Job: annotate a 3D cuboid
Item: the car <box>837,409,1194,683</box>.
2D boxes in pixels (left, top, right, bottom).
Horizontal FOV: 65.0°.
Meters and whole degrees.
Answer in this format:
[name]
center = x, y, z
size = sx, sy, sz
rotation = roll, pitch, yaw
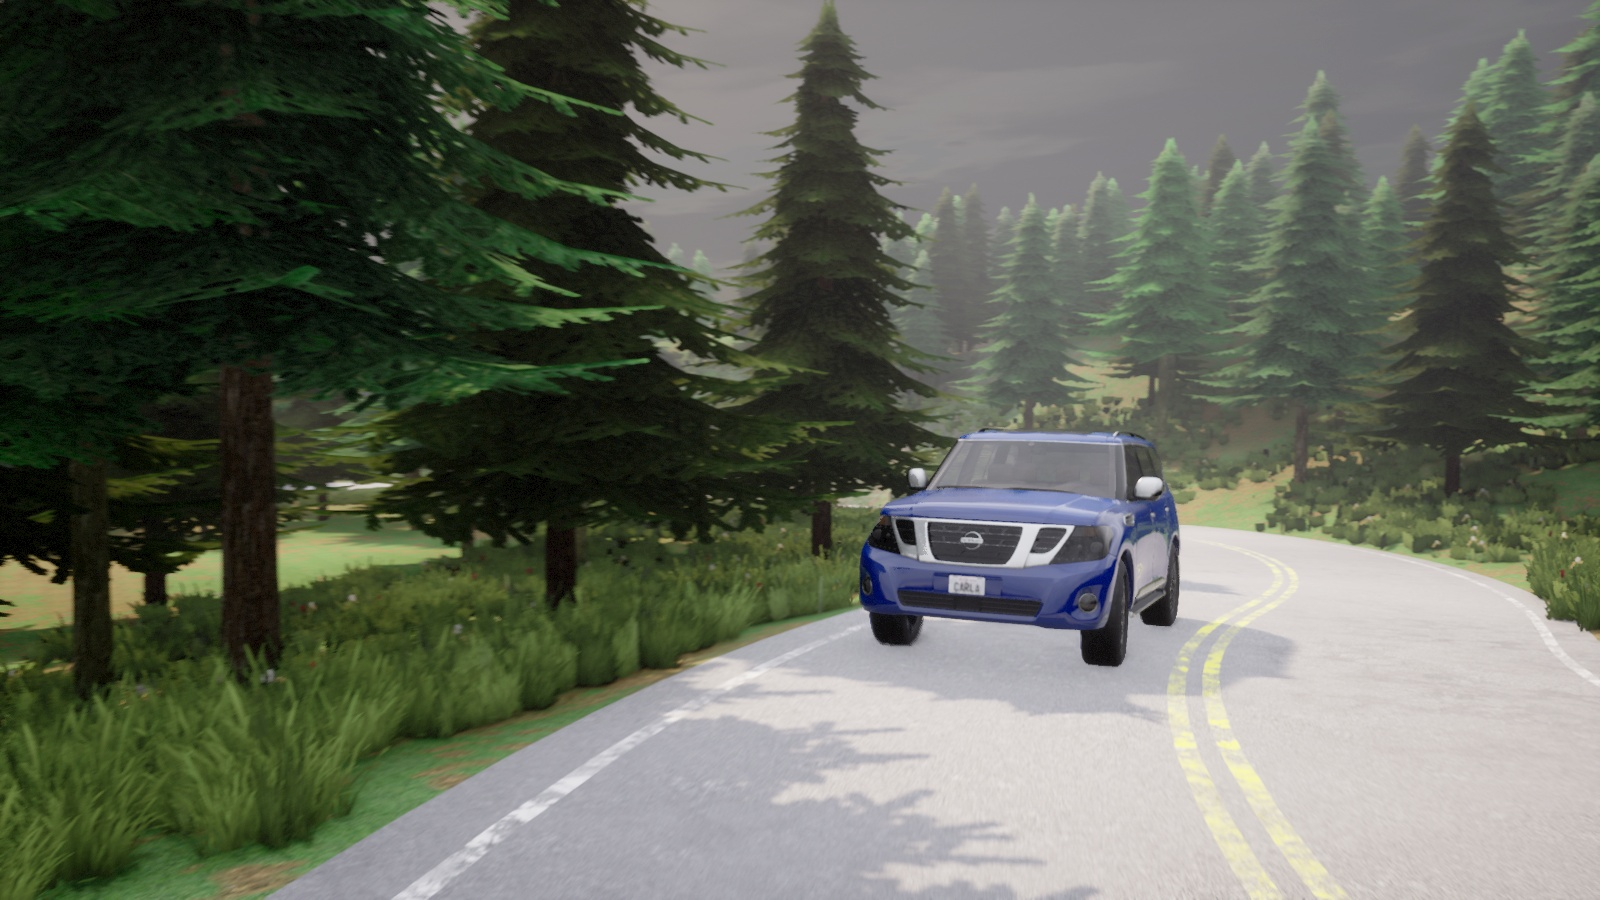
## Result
[car]
center = 2.436, 0.775, 12.447
size = 2.150, 2.045, 5.566
rotation = 1, -1, 24
